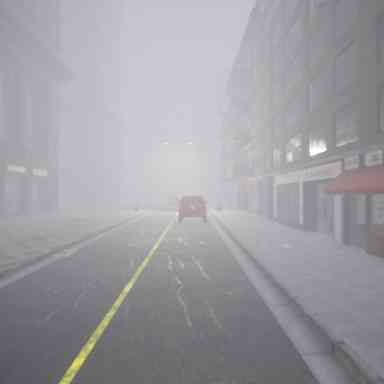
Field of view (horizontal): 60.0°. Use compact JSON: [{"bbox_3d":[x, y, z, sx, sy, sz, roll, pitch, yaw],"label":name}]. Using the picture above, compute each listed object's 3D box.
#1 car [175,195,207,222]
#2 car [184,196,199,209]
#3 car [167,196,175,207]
[{"bbox_3d":[0.065,1.261,26.896,2.150,2.045,5.566,0,0,0],"label":"car"},{"bbox_3d":[-0.005,1.468,48.618,2.097,1.767,4.553,0,0,0],"label":"car"},{"bbox_3d":[-3.070,1.521,56.342,2.097,1.767,4.553,0,0,0],"label":"car"}]
